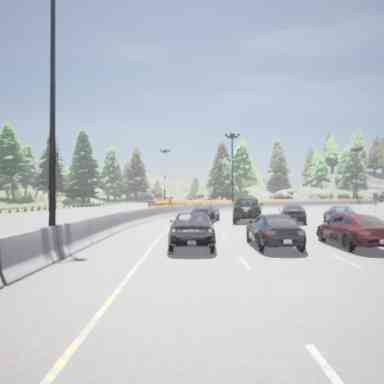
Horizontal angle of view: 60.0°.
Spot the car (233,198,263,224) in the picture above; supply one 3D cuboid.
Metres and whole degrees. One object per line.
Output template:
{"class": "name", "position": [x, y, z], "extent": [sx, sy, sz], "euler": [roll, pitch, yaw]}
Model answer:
{"class": "car", "position": [4.562, 1.472, 27.087], "extent": [2.150, 2.045, 5.566], "euler": [0, 0, 12]}

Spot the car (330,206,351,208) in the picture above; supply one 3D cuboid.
{"class": "car", "position": [11.396, 1.788, 25.566], "extent": [2.033, 1.411, 5.357], "euler": [0, -1, 12]}

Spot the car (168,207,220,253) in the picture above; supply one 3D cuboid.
{"class": "car", "position": [0.013, 1.628, 14.297], "extent": [2.128, 1.511, 4.902], "euler": [0, 0, 1]}

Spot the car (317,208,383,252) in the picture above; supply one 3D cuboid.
{"class": "car", "position": [7.016, 1.662, 14.387], "extent": [1.812, 1.442, 4.674], "euler": [0, 0, 1]}

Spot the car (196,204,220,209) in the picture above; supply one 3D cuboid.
{"class": "car", "position": [1.217, 1.757, 28.087], "extent": [2.128, 1.511, 4.902], "euler": [0, 0, 13]}

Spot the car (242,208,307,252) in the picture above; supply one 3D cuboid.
{"class": "car", "position": [3.517, 1.662, 14.397], "extent": [1.812, 1.442, 4.674], "euler": [0, 0, 1]}

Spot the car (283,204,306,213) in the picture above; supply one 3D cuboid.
{"class": "car", "position": [8.060, 1.758, 26.607], "extent": [1.837, 1.490, 4.892], "euler": [0, 0, 13]}
